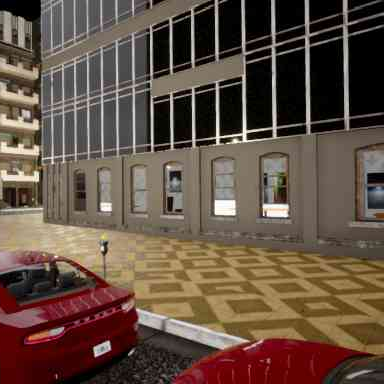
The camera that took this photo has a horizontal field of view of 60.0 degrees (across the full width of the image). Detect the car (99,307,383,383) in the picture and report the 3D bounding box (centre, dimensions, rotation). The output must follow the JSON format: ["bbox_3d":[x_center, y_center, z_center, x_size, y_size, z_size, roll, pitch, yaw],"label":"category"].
[{"bbox_3d":[1.796,1.545,1.603,4.507,1.381,1.887,0,-1,36],"label":"car"}]

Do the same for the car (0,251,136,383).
[{"bbox_3d":[-2.774,1.546,4.869,4.507,1.381,1.887,0,-1,36],"label":"car"}]
